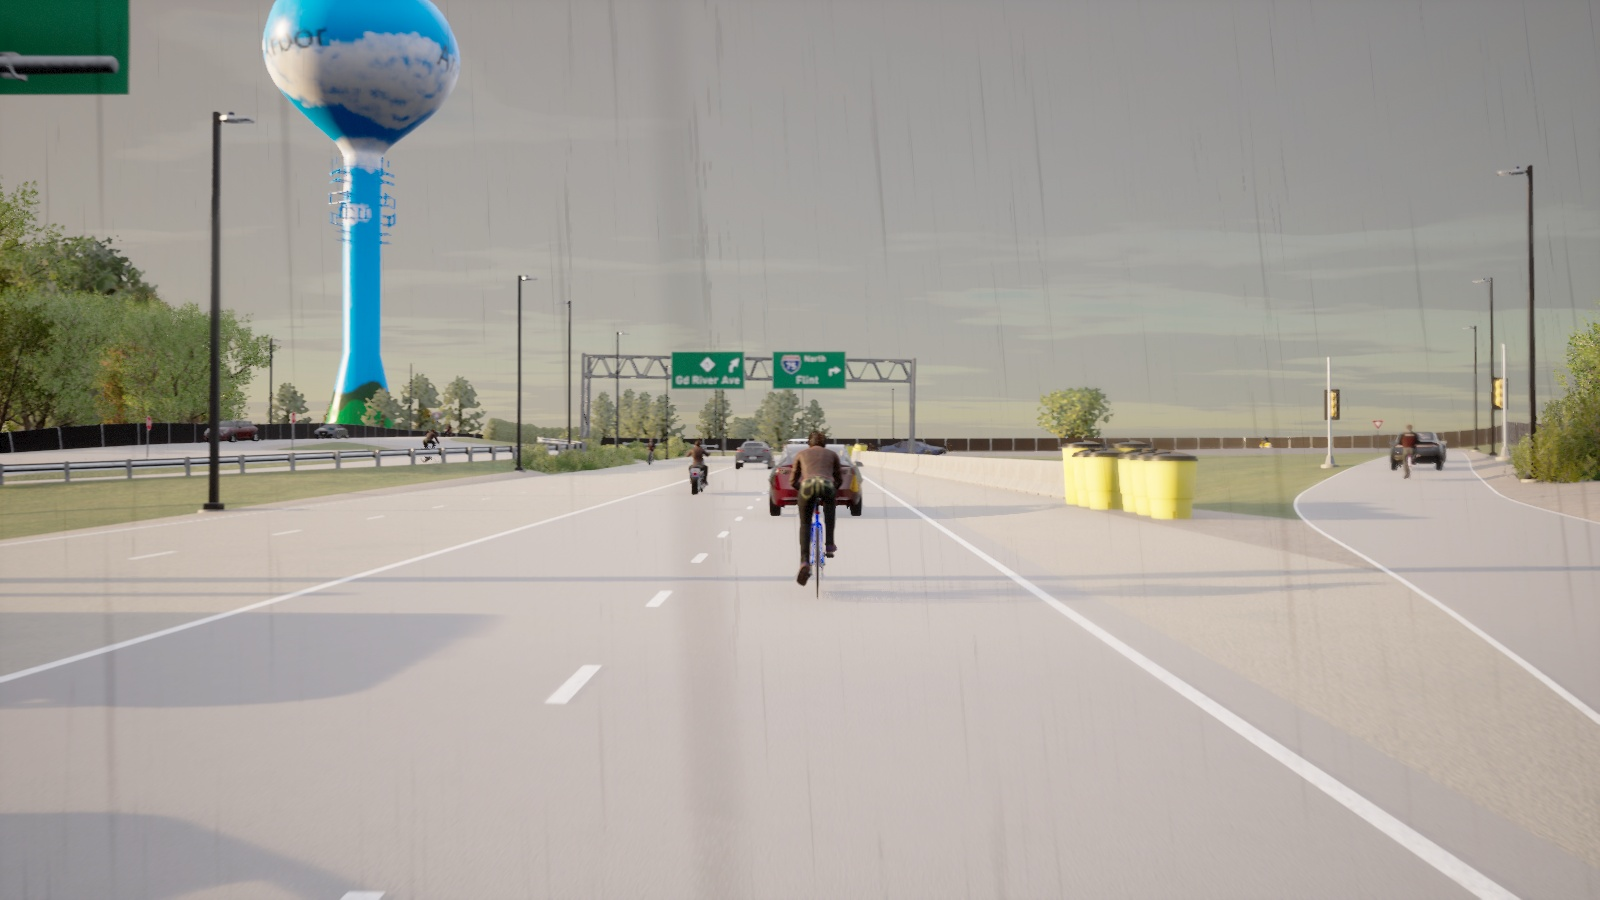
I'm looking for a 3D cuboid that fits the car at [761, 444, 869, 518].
[{"bbox_3d":[0.326,0.606,27.493,2.163,1.488,4.792,0,0,1],"label":"car"}]

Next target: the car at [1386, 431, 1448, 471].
[{"bbox_3d":[24.710,0.022,50.201,2.128,1.511,4.902,0,1,28],"label":"car"}]

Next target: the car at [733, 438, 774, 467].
[{"bbox_3d":[-2.674,0.124,73.657,2.152,1.651,5.027,0,0,1],"label":"car"}]

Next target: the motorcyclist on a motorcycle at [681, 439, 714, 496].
[{"bbox_3d":[-3.064,0.502,37.678,0.766,1.649,2.350,0,0,1],"label":"motorcyclist on a motorcycle"}]

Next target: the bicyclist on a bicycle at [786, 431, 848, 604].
[{"bbox_3d":[0.166,0.633,12.623,0.582,1.620,1.656,0,0,1],"label":"bicyclist on a bicycle"}]
